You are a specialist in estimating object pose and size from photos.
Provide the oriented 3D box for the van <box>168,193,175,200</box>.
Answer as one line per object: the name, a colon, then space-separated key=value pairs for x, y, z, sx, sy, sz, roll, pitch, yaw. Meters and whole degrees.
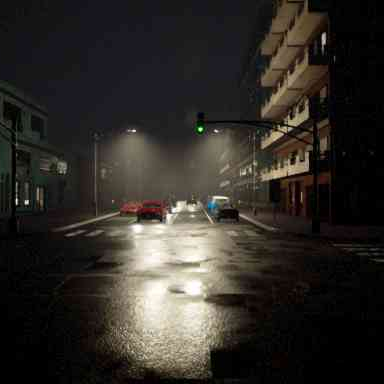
van: x=-5.711 y=1.265 z=93.210 sx=1.690 sy=1.788 sz=3.998 roll=1 pitch=0 yaw=0

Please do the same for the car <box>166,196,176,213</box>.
car: x=-3.101 y=1.496 z=36.381 sx=1.837 sy=1.490 sz=4.892 roll=0 pitch=0 yaw=0

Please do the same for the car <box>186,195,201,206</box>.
car: x=-0.022 y=1.524 z=55.770 sx=2.033 sy=1.411 sz=5.357 roll=0 pitch=0 yaw=0

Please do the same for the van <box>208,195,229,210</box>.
van: x=2.692 y=1.334 z=31.866 sx=1.690 sy=1.788 sz=3.998 roll=1 pitch=0 yaw=0

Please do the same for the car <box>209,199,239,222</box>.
car: x=2.692 y=1.547 z=26.286 sx=2.008 sy=1.369 sz=4.403 roll=1 pitch=0 yaw=0

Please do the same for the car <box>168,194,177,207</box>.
car: x=-3.104 y=1.476 z=47.094 sx=2.128 sy=1.511 sz=4.902 roll=0 pitch=0 yaw=0

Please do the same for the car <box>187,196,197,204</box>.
car: x=-0.027 y=1.512 z=66.193 sx=2.033 sy=1.411 sz=5.357 roll=0 pitch=0 yaw=0

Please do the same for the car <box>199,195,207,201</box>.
car: x=2.670 y=1.486 z=82.094 sx=1.887 sy=1.381 sz=4.507 roll=1 pitch=0 yaw=0

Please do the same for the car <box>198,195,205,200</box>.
car: x=2.666 y=1.474 z=93.255 sx=2.008 sy=1.369 sz=4.403 roll=1 pitch=0 yaw=0

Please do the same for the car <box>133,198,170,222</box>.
car: x=-3.098 y=1.474 z=26.338 sx=1.882 sy=1.535 sz=5.008 roll=0 pitch=0 yaw=0

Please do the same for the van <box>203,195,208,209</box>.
van: x=2.688 y=1.328 z=43.028 sx=1.690 sy=1.788 sz=3.998 roll=1 pitch=0 yaw=0

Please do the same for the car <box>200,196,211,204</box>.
car: x=2.676 y=1.532 z=65.351 sx=1.947 sy=1.339 sz=4.313 roll=1 pitch=0 yaw=0

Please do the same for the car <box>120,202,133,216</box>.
car: x=-5.692 y=1.575 z=31.827 sx=1.802 sy=1.307 sz=4.206 roll=1 pitch=0 yaw=0

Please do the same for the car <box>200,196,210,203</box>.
car: x=2.674 y=1.525 z=70.932 sx=1.947 sy=1.339 sz=4.313 roll=1 pitch=0 yaw=0

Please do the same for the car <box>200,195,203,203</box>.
car: x=2.681 y=1.503 z=54.359 sx=1.752 sy=1.417 sz=4.829 roll=1 pitch=0 yaw=0

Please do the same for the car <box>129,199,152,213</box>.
car: x=-5.693 y=1.535 z=37.408 sx=1.887 sy=1.381 sz=4.507 roll=1 pitch=0 yaw=0
